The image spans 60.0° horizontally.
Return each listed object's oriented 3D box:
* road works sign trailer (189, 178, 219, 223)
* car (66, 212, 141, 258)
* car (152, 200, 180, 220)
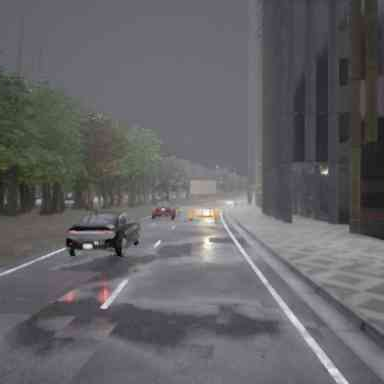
[{"bbox_3d":[0.918,0.631,27.497,2.380,3.560,2.880,0,-1,-2],"label":"road works sign trailer"},{"bbox_3d":[-3.182,1.498,12.801,2.128,1.511,4.902,0,0,1],"label":"car"},{"bbox_3d":[-2.355,1.559,30.757,2.097,1.767,4.553,0,-1,4],"label":"car"}]
